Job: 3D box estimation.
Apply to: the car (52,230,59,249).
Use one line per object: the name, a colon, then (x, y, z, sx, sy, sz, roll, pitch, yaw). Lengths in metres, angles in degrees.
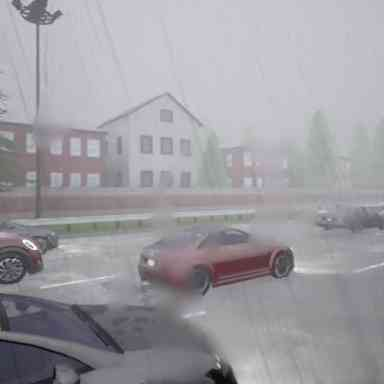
car: (-6.957, 1.560, 11.681, 4.181, 1.385, 1.994, 0, 0, -36)

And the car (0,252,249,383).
car: (-1.627, 1.564, 2.585, 4.181, 1.385, 1.994, 0, 0, -36)

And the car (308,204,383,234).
car: (9.269, 1.484, 18.961, 5.357, 1.411, 2.033, 0, 0, -36)

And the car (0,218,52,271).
car: (-6.094, 1.353, 7.998, 4.553, 1.767, 2.097, 0, 0, -36)

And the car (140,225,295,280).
car: (0.732, 1.545, 8.569, 4.181, 1.385, 1.994, 0, 0, -36)
